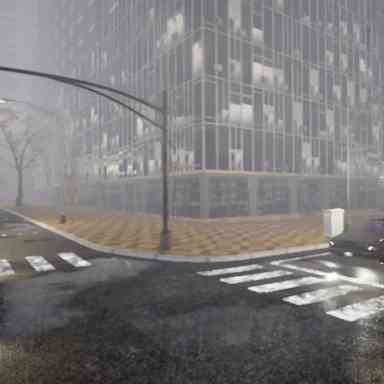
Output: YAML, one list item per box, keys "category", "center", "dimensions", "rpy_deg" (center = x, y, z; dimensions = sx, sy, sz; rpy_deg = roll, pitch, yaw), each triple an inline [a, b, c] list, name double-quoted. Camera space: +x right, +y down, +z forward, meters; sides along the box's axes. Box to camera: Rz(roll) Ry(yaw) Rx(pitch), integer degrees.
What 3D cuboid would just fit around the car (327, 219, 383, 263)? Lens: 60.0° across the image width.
- category: "car"
  center: [7.567, 1.789, 13.040]
  dimensions: [5.357, 1.411, 2.033]
  rpy_deg: [1, -1, -35]
